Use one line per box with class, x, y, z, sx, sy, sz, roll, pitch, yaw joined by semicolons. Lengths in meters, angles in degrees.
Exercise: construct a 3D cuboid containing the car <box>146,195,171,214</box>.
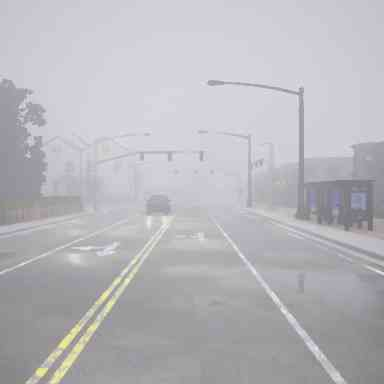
car;-3.500;1.325;35.640;2.150;2.045;5.566;0;0;0
